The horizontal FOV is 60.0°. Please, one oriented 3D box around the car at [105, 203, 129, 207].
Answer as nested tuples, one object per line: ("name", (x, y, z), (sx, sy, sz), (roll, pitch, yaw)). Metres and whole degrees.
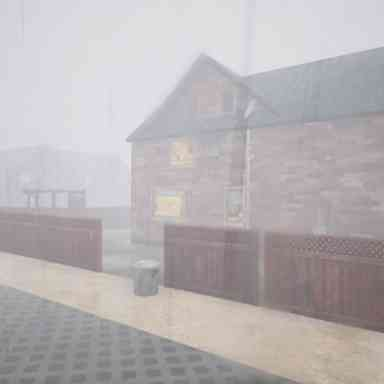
("car", (-8.123, 1.942, 35.655), (2.033, 1.411, 5.357), (1, 0, 36))
